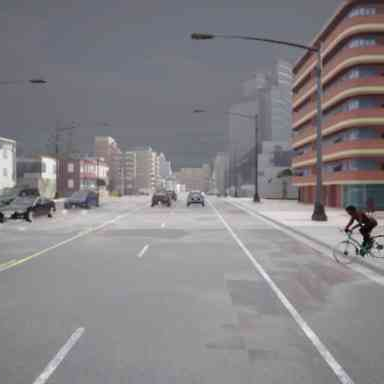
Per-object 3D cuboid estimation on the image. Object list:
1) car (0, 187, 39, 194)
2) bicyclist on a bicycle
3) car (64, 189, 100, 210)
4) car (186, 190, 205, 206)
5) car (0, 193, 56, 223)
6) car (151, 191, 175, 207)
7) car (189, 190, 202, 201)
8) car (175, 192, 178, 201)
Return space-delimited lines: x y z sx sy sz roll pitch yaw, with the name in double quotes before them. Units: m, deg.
"car" -13.858 0.657 26.035 2.150 2.045 5.566 0 1 1
"bicyclist on a bicycle" 4.702 1.169 9.290 1.656 1.620 0.582 -9 1 1
"car" -10.279 0.659 31.248 2.097 1.767 4.553 0 1 1
"car" 0.389 0.745 35.336 2.033 1.411 5.357 0 1 1
"car" -10.409 1.037 21.284 2.128 1.511 4.902 0 1 0
"car" -3.120 0.717 34.921 1.837 1.490 4.892 0 2 1
"car" 0.499 0.466 48.796 1.812 1.442 4.674 0 0 1
"car" -3.048 0.520 46.348 2.033 1.411 5.357 0 1 1
